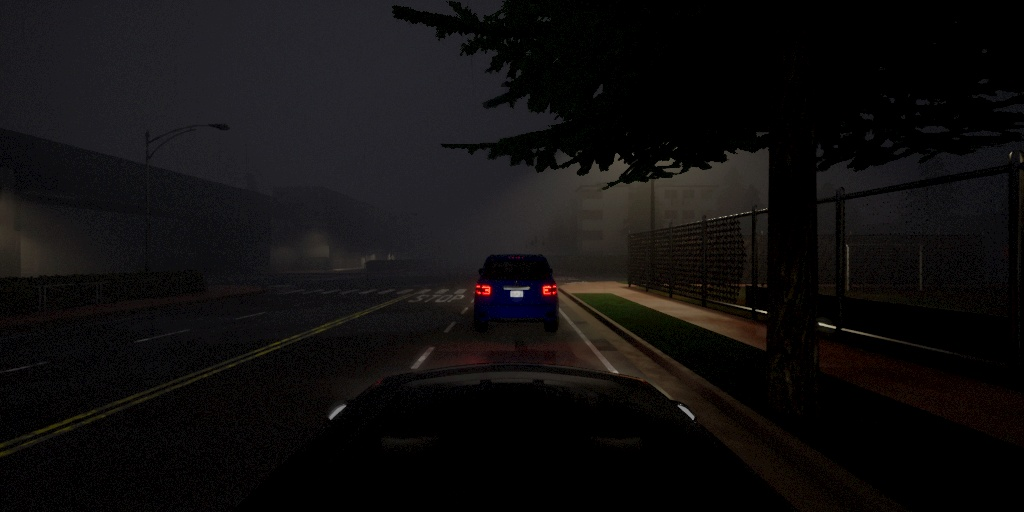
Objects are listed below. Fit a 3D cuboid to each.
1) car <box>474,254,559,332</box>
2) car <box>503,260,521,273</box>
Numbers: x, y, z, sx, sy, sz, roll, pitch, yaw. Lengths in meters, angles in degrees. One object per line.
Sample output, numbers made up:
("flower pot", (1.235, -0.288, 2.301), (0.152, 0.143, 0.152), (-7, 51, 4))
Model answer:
("car", (0.115, 0.971, 10.977), (2.150, 2.045, 5.566), (0, 0, 0))
("car", (0.024, 1.240, 45.591), (2.128, 1.511, 4.902), (0, 0, 0))
